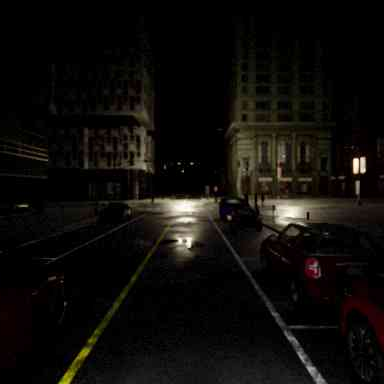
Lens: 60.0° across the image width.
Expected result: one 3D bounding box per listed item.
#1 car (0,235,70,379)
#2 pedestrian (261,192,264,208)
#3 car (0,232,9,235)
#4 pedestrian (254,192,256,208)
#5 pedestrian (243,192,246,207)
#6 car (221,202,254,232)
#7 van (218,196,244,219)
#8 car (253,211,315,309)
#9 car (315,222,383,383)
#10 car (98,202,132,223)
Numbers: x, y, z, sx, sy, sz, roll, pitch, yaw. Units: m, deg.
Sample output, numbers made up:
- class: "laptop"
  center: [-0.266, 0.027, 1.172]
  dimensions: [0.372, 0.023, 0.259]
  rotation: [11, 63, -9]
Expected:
- class: "car"
  center: [-3.091, 1.547, 4.070]
  dimensions: [1.994, 1.385, 4.181]
  rotation: [0, 0, 0]
- class: "pedestrian"
  center: [8.213, 0.897, 38.793]
  dimensions: [0.375, 1.860, 0.375]
  rotation: [0, 1, 0]
- class: "car"
  center: [-5.655, 1.549, 7.835]
  dimensions: [1.802, 1.307, 4.206]
  rotation: [0, 0, 0]
- class: "pedestrian"
  center: [7.212, 0.938, 38.195]
  dimensions: [0.375, 1.860, 0.375]
  rotation: [0, 1, 0]
- class: "pedestrian"
  center: [6.214, 0.953, 39.398]
  dimensions: [0.375, 1.860, 0.375]
  rotation: [0, 1, 0]
- class: "car"
  center: [2.892, 1.496, 19.118]
  dimensions: [1.802, 1.307, 4.206]
  rotation: [0, 0, 0]
- class: "van"
  center: [2.903, 1.227, 24.765]
  dimensions: [1.690, 1.788, 3.998]
  rotation: [0, 0, 0]
- class: "car"
  center: [2.869, 1.407, 7.819]
  dimensions: [1.967, 1.590, 4.097]
  rotation: [0, 0, 0]
- class: "car"
  center: [2.857, 1.305, 2.170]
  dimensions: [2.192, 1.841, 5.009]
  rotation: [0, 0, 0]
- class: "car"
  center: [-5.622, 1.452, 24.783]
  dimensions: [1.947, 1.339, 4.313]
  rotation: [0, 0, 0]
